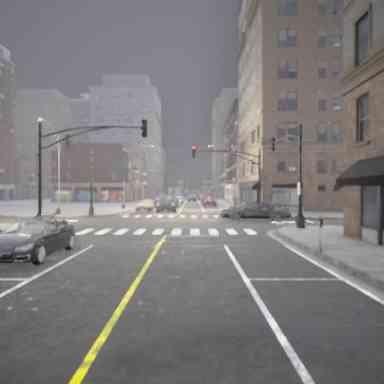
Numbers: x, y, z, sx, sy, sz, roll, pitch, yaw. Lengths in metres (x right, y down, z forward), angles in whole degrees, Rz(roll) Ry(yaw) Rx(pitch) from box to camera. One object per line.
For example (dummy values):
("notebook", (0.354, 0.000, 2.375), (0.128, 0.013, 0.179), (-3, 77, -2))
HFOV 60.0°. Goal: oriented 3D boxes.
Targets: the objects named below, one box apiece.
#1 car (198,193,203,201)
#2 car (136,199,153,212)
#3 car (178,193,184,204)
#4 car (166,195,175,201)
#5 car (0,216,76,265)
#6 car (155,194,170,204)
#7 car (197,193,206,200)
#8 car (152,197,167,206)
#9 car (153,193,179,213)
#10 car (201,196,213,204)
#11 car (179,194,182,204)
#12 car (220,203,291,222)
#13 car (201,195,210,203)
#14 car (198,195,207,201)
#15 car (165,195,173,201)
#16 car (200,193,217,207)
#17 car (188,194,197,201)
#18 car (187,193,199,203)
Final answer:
("car", (2.654, 1.241, 55.306), (2.192, 1.841, 5.009), (0, 0, 0))
("car", (-5.377, 1.473, 38.154), (1.752, 1.417, 4.829), (0, 0, 0))
("car", (-2.736, 1.141, 61.529), (2.150, 2.045, 5.566), (0, 0, 0))
("car", (-5.363, 1.415, 83.449), (1.752, 1.417, 4.829), (0, 0, 0))
("car", (-5.385, 1.535, 11.478), (2.008, 1.369, 4.403), (0, 0, 0))
("car", (-5.370, 1.233, 60.971), (2.192, 1.841, 5.009), (0, 0, 0))
("car", (2.666, 1.191, 94.939), (2.192, 1.841, 5.009), (0, 0, 0))
("car", (-5.371, 1.476, 55.310), (2.008, 1.369, 4.403), (0, 0, 0))
("car", (-2.791, 1.302, 36.644), (2.097, 1.767, 4.553), (0, 0, -1))
("car", (2.655, 1.484, 60.969), (1.947, 1.339, 4.313), (0, 0, 0))
("car", (-2.823, 1.441, 47.607), (1.837, 1.490, 4.892), (0, 0, 0))
("car", (4.925, 1.537, 26.096), (5.357, 1.411, 2.033), (0, 0, 0))
("car", (2.657, 1.436, 66.800), (1.752, 1.417, 4.829), (0, 0, 0))
("car", (2.662, 1.440, 83.616), (2.008, 1.369, 4.403), (0, 0, 0))
("car", (-5.364, 1.479, 77.958), (1.802, 1.307, 4.206), (0, 0, 0))
("car", (2.652, 1.373, 49.644), (1.967, 1.590, 4.097), (0, 0, 0))
("car", (0.023, 1.252, 78.379), (2.097, 1.767, 4.553), (0, 0, 0))
("car", (0.021, 1.412, 68.263), (1.837, 1.490, 4.892), (0, 0, 0))
